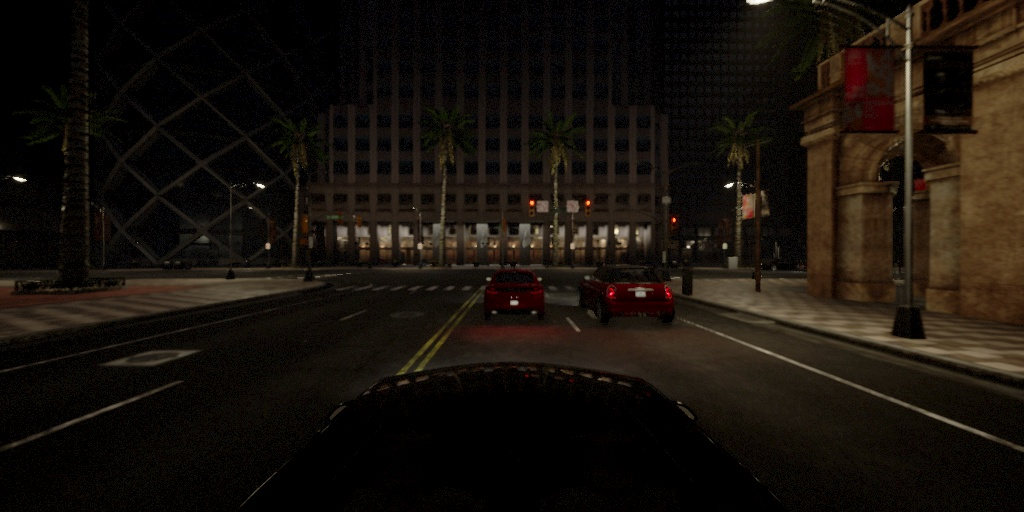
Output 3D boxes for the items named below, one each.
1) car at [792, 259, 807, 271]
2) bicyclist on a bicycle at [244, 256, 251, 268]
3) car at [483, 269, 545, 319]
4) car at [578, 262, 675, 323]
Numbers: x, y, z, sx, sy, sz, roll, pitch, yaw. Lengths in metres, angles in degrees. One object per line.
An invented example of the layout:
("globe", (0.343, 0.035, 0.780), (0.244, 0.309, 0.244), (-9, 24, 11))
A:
("car", (36.206, 1.133, 42.122), (4.674, 1.442, 1.812), (0, 0, 1))
("bicyclist on a bicycle", (-35.761, 0.883, 48.502), (0.582, 1.620, 1.656), (0, 0, -12))
("car", (0.076, 1.189, 12.726), (1.882, 1.535, 5.008), (0, 0, 0))
("car", (3.574, 1.066, 12.054), (2.097, 1.767, 4.553), (0, 0, 0))
